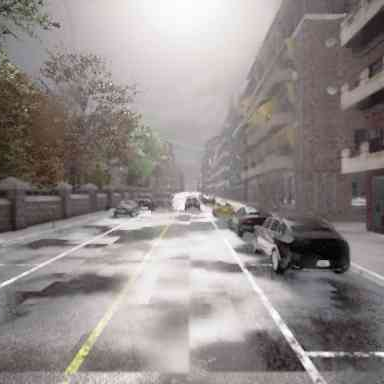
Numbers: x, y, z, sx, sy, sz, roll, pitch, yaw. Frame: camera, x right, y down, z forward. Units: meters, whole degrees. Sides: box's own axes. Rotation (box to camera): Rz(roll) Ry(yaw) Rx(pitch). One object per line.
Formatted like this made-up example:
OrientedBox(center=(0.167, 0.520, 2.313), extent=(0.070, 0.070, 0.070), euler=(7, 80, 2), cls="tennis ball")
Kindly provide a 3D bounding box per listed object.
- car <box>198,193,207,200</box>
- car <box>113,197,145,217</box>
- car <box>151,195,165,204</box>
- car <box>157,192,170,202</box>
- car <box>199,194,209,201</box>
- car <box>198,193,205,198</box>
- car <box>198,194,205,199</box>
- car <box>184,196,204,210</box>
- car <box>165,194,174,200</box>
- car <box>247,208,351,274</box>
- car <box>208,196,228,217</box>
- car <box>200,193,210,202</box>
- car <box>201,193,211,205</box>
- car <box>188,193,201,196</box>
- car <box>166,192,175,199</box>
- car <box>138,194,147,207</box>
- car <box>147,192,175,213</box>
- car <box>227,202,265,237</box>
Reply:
OrientedBox(center=(2.654, 1.049, 84.509), extent=(1.967, 1.590, 4.097), euler=(1, 0, 0), cls="car")
OrientedBox(center=(-5.695, 1.414, 29.270), extent=(2.008, 1.369, 4.403), euler=(1, 0, 0), cls="car")
OrientedBox(center=(-5.712, 1.302, 56.888), extent=(1.947, 1.339, 4.313), euler=(1, 0, 0), cls="car")
OrientedBox(center=(-5.713, 1.000, 67.933), extent=(2.192, 1.841, 5.009), euler=(1, 0, 0), cls="car")
OrientedBox(center=(2.659, 1.204, 73.461), extent=(1.887, 1.381, 4.507), euler=(1, 0, 0), cls="car")
OrientedBox(center=(2.645, 1.083, 95.726), extent=(1.752, 1.417, 4.829), euler=(1, 0, 0), cls="car")
OrientedBox(center=(2.648, 1.165, 90.033), extent=(1.802, 1.307, 4.206), euler=(1, 0, 0), cls="car")
OrientedBox(center=(0.063, 1.419, 39.154), extent=(1.895, 1.301, 4.718), euler=(0, 0, 0), cls="car")
OrientedBox(center=(-5.728, 1.153, 84.505), extent=(1.887, 1.381, 4.507), euler=(1, 0, 0), cls="car")
OrientedBox(center=(3.138, 1.456, 10.382), extent=(1.837, 1.490, 4.892), euler=(0, 0, 0), cls="car")
OrientedBox(center=(2.685, 1.389, 29.445), extent=(1.752, 1.417, 4.829), euler=(1, 0, 0), cls="car")
OrientedBox(center=(2.664, 1.125, 67.939), extent=(1.967, 1.590, 4.097), euler=(1, 0, 0), cls="car")
OrientedBox(center=(2.671, 1.328, 51.368), extent=(1.947, 1.339, 4.313), euler=(1, 0, 0), cls="car")
OrientedBox(center=(-0.024, 1.234, 52.497), extent=(1.882, 1.535, 5.008), euler=(0, 0, 0), cls="car")
OrientedBox(center=(-5.727, 0.898, 90.026), extent=(2.192, 1.841, 5.009), euler=(1, 0, 0), cls="car")
OrientedBox(center=(-5.697, 1.128, 40.316), extent=(2.192, 1.841, 5.009), euler=(1, 0, 0), cls="car")
OrientedBox(center=(-3.112, 1.055, 35.499), extent=(2.150, 2.045, 5.566), euler=(0, 0, 0), cls="car")
OrientedBox(center=(3.137, 1.445, 17.383), extent=(1.812, 1.442, 4.674), euler=(0, 0, 0), cls="car")
